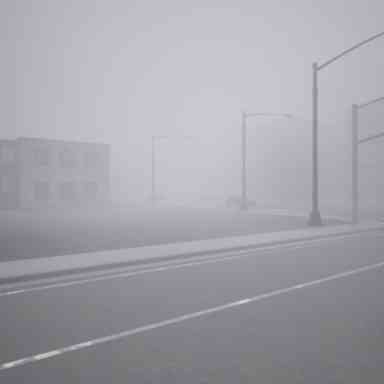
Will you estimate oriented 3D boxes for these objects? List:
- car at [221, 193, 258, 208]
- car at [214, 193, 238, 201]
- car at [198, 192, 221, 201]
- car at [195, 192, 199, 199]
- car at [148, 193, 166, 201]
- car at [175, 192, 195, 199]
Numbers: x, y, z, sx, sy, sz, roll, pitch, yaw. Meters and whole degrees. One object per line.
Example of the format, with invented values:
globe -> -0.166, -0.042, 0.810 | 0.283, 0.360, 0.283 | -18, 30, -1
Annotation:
car -> 6.488, 1.252, 43.479 | 2.128, 1.511, 4.902 | 0, 1, -35
car -> 6.870, 0.943, 67.529 | 2.128, 1.511, 4.902 | 0, 1, -35
car -> 4.002, 0.928, 65.523 | 1.882, 1.535, 5.008 | 0, 1, -35
car -> 0.894, 0.753, 76.072 | 2.033, 1.411, 5.357 | 0, 0, -35
car -> -6.706, 0.924, 62.496 | 1.812, 1.442, 4.674 | 0, 1, -35
car -> -1.974, 0.714, 74.066 | 1.837, 1.490, 4.892 | 0, 0, -35
